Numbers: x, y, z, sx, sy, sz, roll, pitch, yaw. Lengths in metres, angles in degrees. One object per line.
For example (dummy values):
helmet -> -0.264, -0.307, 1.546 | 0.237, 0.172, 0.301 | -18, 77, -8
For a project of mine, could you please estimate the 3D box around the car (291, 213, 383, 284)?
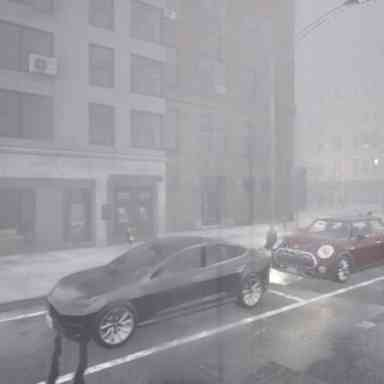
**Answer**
car -> 4.126, 1.421, 9.473 | 4.097, 1.590, 1.967 | 0, 0, -35

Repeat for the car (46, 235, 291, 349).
car -> -0.372, 1.559, 6.266 | 4.313, 1.339, 1.947 | 0, 0, -35
